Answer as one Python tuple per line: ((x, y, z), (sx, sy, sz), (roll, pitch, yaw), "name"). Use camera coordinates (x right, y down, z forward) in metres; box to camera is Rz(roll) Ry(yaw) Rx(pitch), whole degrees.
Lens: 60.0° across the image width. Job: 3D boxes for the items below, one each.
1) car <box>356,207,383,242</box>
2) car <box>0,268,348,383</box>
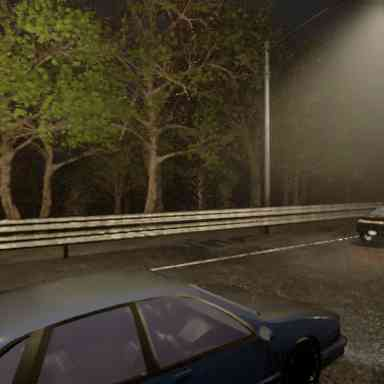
((9.172, 1.413, 14.714), (4.902, 1.511, 2.128), (0, 0, -36), "car")
((-0.682, 1.541, 3.263), (5.357, 1.411, 2.033), (0, 0, -36), "car")
